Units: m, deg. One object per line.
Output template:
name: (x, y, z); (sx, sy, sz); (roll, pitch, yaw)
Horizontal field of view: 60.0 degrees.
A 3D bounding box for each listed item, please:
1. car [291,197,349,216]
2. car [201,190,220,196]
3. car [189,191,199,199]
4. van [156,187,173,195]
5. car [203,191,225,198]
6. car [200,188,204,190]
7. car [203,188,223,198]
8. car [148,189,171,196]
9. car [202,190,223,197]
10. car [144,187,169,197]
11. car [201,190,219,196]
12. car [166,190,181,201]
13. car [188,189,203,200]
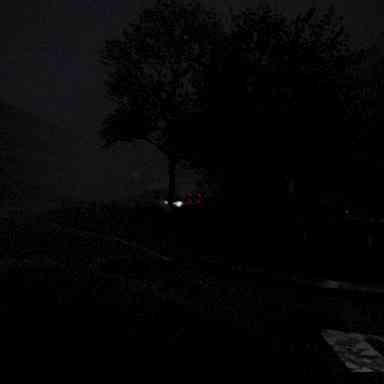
car: (10.616, 1.203, 28.037); (2.128, 1.511, 4.902); (1, 1, -38)
car: (4.896, 0.322, 87.874); (5.008, 1.535, 2.097); (2, 1, -1)
car: (0.339, 0.605, 65.492); (1.994, 1.385, 4.181); (2, 1, -1)
van: (-7.581, -0.276, 90.424); (4.442, 1.987, 1.878); (2, 1, -1)
car: (5.084, 0.498, 76.583); (4.892, 1.521, 2.231); (2, 1, -1)
car: (5.098, 0.284, 73.879); (5.566, 2.045, 2.435); (1, 1, -1)
car: (5.149, 0.483, 68.101); (4.553, 1.767, 2.185); (2, 2, -1)
car: (-7.493, 0.165, 76.301); (5.008, 1.535, 2.097); (2, 1, -1)
car: (4.983, 0.411, 82.228); (4.892, 1.521, 2.231); (2, 1, -1)
car: (-7.423, -0.005, 70.646); (5.566, 2.045, 2.435); (2, 1, -1)
car: (4.886, 0.308, 90.698); (4.792, 1.488, 2.163); (2, 1, -1)
car: (-2.617, 0.729, 51.547); (1.895, 1.301, 4.718); (1, 1, -2)
car: (0.493, 0.673, 57.234); (1.812, 1.442, 4.674); (2, 1, 0)
